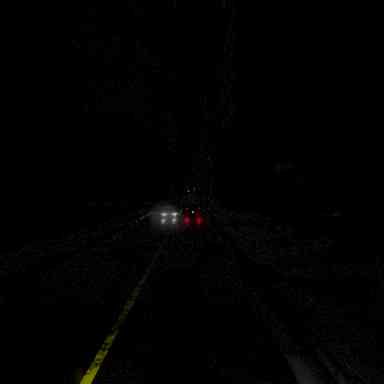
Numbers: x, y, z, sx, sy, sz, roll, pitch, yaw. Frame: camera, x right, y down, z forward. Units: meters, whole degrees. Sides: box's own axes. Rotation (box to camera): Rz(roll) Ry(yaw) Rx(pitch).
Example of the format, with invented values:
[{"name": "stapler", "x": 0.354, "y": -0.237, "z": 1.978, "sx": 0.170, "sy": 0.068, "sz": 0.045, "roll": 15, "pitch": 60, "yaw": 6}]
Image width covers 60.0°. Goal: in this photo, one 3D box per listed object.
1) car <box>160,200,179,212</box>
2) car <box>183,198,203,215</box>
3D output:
[{"name": "car", "x": -2.582, "y": 1.583, "z": 38.507, "sx": 1.994, "sy": 1.385, "sz": 4.181, "roll": 0, "pitch": 0, "yaw": 0}, {"name": "car", "x": 0.099, "y": 1.613, "z": 33.742, "sx": 1.895, "sy": 1.301, "sz": 4.718, "roll": 0, "pitch": 0, "yaw": 0}]
